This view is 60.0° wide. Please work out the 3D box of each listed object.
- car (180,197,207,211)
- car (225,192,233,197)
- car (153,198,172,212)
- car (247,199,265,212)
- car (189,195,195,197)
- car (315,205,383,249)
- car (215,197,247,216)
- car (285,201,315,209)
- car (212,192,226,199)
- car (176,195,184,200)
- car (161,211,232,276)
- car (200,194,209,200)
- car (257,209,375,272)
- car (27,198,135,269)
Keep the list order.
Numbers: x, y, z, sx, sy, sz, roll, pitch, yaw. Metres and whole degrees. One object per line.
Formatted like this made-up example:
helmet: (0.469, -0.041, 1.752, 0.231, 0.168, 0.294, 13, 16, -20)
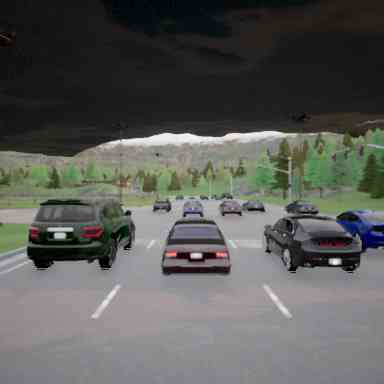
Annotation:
car: (0.098, 1.534, 31.718, 2.033, 1.411, 5.357, 0, 0, 0)
car: (10.497, 1.460, 93.425, 1.837, 1.490, 4.892, 0, 0, 0)
car: (-3.401, 1.475, 38.934, 2.128, 1.511, 4.902, 0, 0, 0)
car: (7.100, 1.548, 38.572, 1.994, 1.385, 4.181, 0, 0, 0)
car: (-0.003, 1.555, 93.257, 1.895, 1.301, 4.718, 0, 0, 0)
car: (7.099, 1.472, 13.840, 1.882, 1.535, 5.008, 0, 0, 0)
car: (3.599, 1.534, 31.784, 2.033, 1.411, 5.357, 0, 0, 0)
car: (10.600, 1.534, 32.433, 2.033, 1.411, 5.357, 0, 0, 0)
car: (6.998, 1.488, 86.925, 2.128, 1.511, 4.902, 0, 0, 0)
car: (-3.503, 1.486, 92.312, 2.128, 1.511, 4.902, 0, 0, 0)
car: (0.100, 1.543, 10.319, 2.033, 1.411, 5.357, 0, 0, 0)
car: (3.498, 1.486, 90.992, 1.812, 1.442, 4.674, 0, 0, 0)
car: (3.599, 1.500, 10.773, 1.837, 1.490, 4.892, 0, 0, 0)
car: (-3.399, 1.216, 11.246, 2.150, 2.045, 5.566, 0, 0, 0)
